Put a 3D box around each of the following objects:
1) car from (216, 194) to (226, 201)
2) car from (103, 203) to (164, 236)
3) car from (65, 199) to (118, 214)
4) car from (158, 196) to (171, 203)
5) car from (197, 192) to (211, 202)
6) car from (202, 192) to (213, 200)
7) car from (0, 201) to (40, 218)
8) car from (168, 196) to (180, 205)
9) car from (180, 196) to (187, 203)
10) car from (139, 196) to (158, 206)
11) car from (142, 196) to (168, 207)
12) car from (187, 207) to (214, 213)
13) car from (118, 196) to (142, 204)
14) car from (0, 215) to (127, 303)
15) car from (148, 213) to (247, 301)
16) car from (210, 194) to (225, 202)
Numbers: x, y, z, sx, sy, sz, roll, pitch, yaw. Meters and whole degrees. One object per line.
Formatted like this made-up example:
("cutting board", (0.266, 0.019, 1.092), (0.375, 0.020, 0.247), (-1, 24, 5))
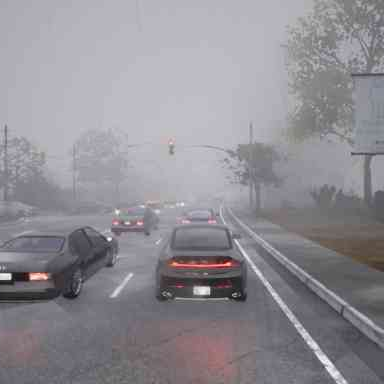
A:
("car", (7.533, 1.393, 85.435), (2.128, 1.511, 4.902), (0, 0, 10))
("car", (-3.014, 1.547, 18.475), (2.033, 1.411, 5.357), (0, 0, 2))
("car", (-10.471, 1.504, 34.238), (4.892, 1.490, 1.837), (0, 0, -3))
("car", (-5.675, 1.525, 69.075), (1.812, 1.442, 4.674), (0, 0, 8))
("car", (2.386, 1.349, 75.775), (2.097, 1.767, 4.553), (0, 0, 9))
("car", (4.017, 1.075, 85.652), (2.150, 2.045, 5.566), (0, 0, 10))
("car", (-16.135, 1.525, 30.133), (4.674, 1.442, 1.812), (0, 0, 12))
("car", (-3.737, 1.564, 57.003), (1.994, 1.385, 4.181), (0, 0, 7))
("car", (-2.102, 1.499, 69.367), (2.128, 1.511, 4.902), (0, 0, 8))
("car", (-7.301, 1.490, 56.716), (2.128, 1.511, 4.902), (0, 0, 6))
("car", (-4.954, 1.477, 45.365), (1.882, 1.535, 5.008), (0, 0, 5))
("car", (0.460, 1.526, 17.573), (1.812, 1.442, 4.674), (0, 0, 4))
("car", (-8.553, 1.352, 44.377), (2.097, 1.767, 4.553), (0, 0, 5))
("car", (-3.297, 1.547, 8.408), (2.033, 1.411, 5.357), (0, 0, 1))
("car", (0.214, 1.505, 8.326), (1.837, 1.490, 4.892), (0, 0, 1))
("car", (5.855, 1.519, 75.310), (1.812, 1.442, 4.674), (0, 0, 9))
